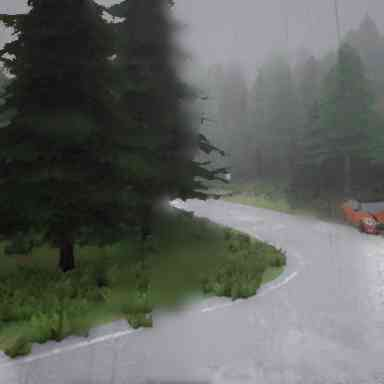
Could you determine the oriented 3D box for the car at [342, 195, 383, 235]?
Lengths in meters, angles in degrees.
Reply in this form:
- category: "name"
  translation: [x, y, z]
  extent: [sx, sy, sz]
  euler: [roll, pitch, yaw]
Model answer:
- category: "car"
  translation: [10.653, 1.216, 19.874]
  extent: [2.097, 1.767, 4.553]
  euler: [-5, 9, 7]
